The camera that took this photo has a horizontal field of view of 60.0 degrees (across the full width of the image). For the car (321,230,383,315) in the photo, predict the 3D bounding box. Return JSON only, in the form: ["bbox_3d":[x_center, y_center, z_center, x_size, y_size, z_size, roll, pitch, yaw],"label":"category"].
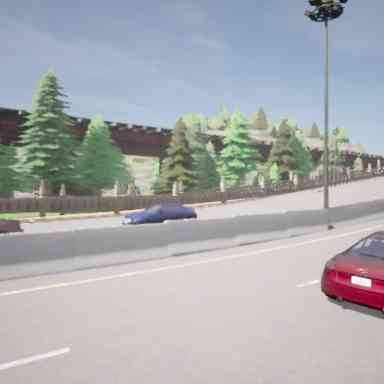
[{"bbox_3d":[4.629,1.510,7.055,4.181,1.385,1.994,-1,1,-36],"label":"car"}]

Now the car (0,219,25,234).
[{"bbox_3d":[-10.040,1.558,13.904,5.357,1.411,2.033,0,0,-35],"label":"car"}]

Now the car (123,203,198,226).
[{"bbox_3d":[-1.789,1.420,19.798,4.674,1.442,1.812,-2,1,-36],"label":"car"}]
